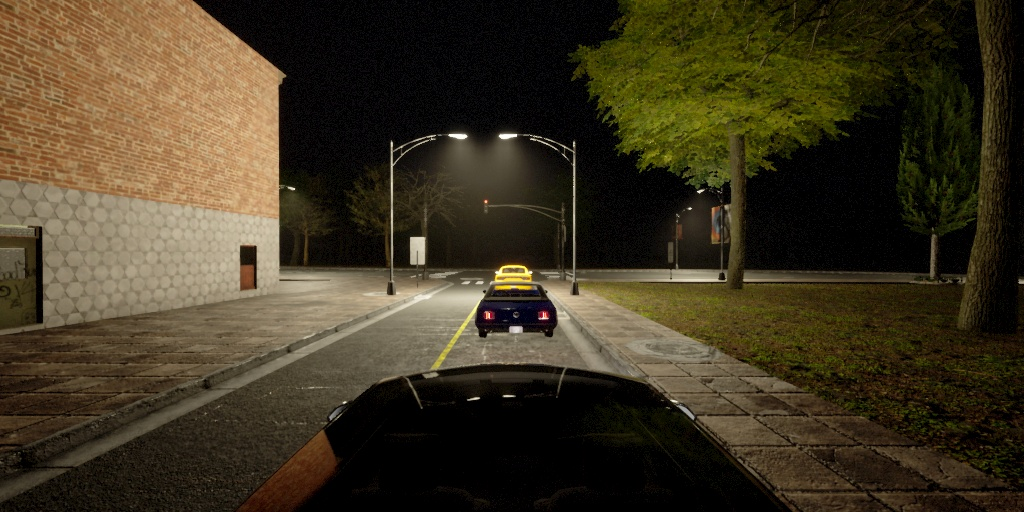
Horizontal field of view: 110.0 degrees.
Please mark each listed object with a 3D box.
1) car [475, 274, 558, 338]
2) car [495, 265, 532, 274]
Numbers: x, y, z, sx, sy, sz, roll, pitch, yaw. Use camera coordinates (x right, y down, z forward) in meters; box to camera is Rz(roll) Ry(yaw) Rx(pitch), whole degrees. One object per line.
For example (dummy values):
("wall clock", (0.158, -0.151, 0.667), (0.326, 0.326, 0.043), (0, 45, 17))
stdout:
("car", (0.095, 1.356, 10.202), (1.895, 1.301, 4.718), (0, 0, 0))
("car", (0.093, 1.255, 19.547), (1.882, 1.535, 5.008), (0, 0, 1))
